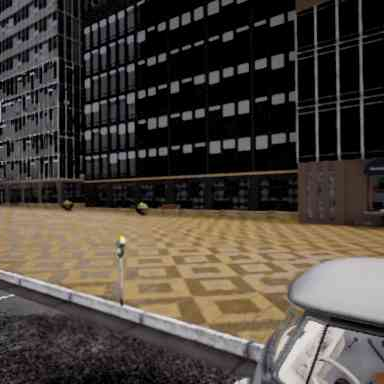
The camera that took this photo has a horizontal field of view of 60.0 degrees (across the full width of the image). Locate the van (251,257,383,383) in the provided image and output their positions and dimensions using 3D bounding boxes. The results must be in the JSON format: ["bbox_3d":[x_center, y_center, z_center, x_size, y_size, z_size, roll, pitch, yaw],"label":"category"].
[{"bbox_3d":[2.139,1.342,1.366,3.998,1.788,1.690,0,-1,36],"label":"van"}]
